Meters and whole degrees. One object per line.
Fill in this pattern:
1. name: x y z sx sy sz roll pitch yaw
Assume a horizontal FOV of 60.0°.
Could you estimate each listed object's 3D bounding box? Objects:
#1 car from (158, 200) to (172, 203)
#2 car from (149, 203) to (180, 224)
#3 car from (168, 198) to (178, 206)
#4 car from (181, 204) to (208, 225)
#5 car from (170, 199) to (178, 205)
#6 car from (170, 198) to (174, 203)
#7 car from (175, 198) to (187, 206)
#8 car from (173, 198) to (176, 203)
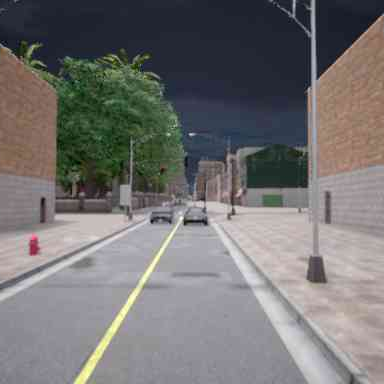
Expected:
1. car: -4.961 2.277 55.316 2.008 1.369 4.403 1 -1 0
2. car: -2.468 1.918 28.864 2.033 1.411 5.357 0 -1 1
3. car: -4.868 2.478 84.253 2.192 1.841 5.009 1 -1 0
4. car: 0.298 1.918 27.090 1.994 1.385 4.181 0 -1 1
5. car: -4.860 2.693 89.701 1.967 1.590 4.097 1 -1 0
6. car: -4.918 2.379 62.451 2.008 1.369 4.403 1 -1 0
7. car: -2.267 2.404 76.669 2.097 1.767 4.553 0 -1 0
8. car: -4.907 2.474 67.900 1.947 1.339 4.313 1 -1 0
